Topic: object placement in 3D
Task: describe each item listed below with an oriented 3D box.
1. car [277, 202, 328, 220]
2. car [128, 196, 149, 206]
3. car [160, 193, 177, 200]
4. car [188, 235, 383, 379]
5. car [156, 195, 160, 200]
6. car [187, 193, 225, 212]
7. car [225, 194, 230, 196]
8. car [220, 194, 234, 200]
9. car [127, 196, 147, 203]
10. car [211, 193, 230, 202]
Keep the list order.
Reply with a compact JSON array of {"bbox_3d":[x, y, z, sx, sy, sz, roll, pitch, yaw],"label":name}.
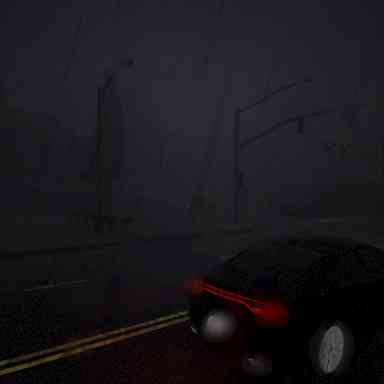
[{"bbox_3d":[9.317,1.564,28.256,1.994,1.385,4.181,0,0,-35],"label":"car"},{"bbox_3d":[-8.730,1.492,54.039,2.128,1.511,4.902,0,0,-35],"label":"car"},{"bbox_3d":[-5.646,1.156,86.848,3.866,1.878,1.905,0,0,-37],"label":"car"},{"bbox_3d":[2.261,1.478,5.619,5.008,1.535,1.882,0,0,-37],"label":"car"},{"bbox_3d":[-7.324,1.153,89.207,4.605,1.855,1.932,0,0,-37],"label":"car"},{"bbox_3d":[1.310,1.352,39.679,2.097,1.767,4.553,0,0,-35],"label":"car"},{"bbox_3d":[7.773,1.395,68.764,3.806,1.475,1.970,0,0,-37],"label":"car"},{"bbox_3d":[10.003,1.395,95.066,3.806,1.475,1.970,0,0,-37],"label":"car"},{"bbox_3d":[-11.669,1.540,70.554,2.033,1.411,5.357,0,0,-35],"label":"car"},{"bbox_3d":[6.059,1.156,71.098,3.866,1.878,1.905,0,0,-37],"label":"car"}]
